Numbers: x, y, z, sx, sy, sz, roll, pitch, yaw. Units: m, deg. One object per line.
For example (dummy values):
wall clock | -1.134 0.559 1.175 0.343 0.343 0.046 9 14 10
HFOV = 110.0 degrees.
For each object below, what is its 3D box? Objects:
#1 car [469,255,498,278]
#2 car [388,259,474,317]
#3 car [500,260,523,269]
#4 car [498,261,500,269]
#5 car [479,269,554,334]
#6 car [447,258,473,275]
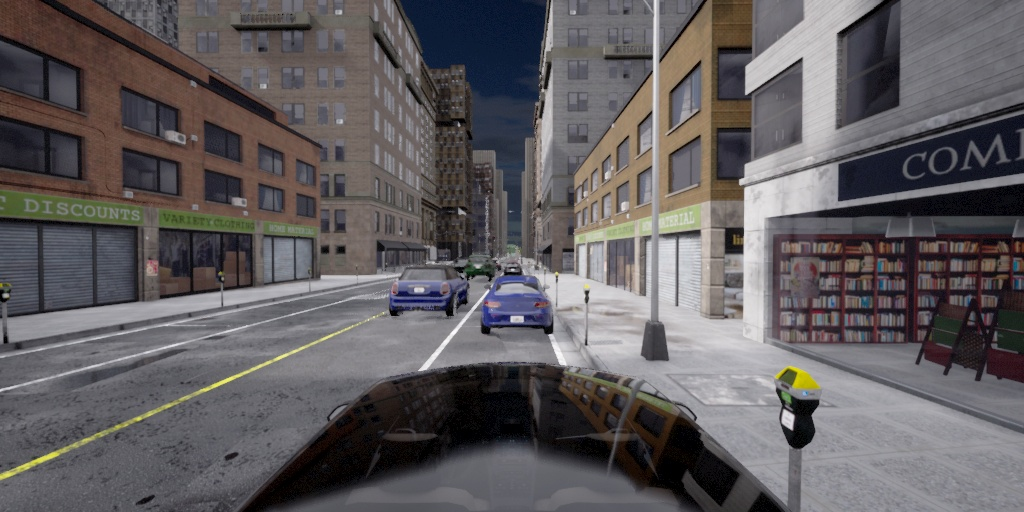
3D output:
car | -2.606 0.967 30.558 2.150 2.045 5.566 0 0 1
car | -2.858 1.098 13.295 2.097 1.767 4.553 0 0 1
car | 0.117 1.314 34.902 1.948 1.339 4.313 0 0 1
car | -2.451 1.278 49.504 1.812 1.442 4.674 0 0 1
car | 0.151 1.273 10.466 1.812 1.442 4.674 0 0 1
car | -5.654 1.100 39.542 2.097 1.767 4.553 0 0 1
